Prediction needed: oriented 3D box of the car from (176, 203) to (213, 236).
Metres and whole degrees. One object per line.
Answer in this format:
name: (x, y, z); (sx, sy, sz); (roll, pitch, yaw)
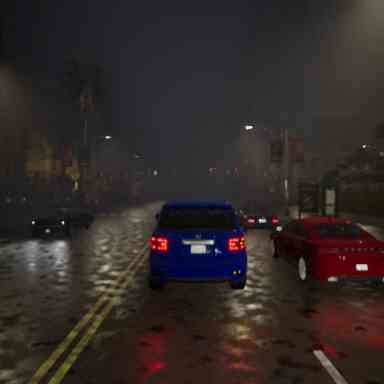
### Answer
car: (0.141, 1.464, 19.043); (1.837, 1.490, 4.892); (0, 0, 0)

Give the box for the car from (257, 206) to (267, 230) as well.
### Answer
car: (3.638, 1.506, 19.411); (2.033, 1.411, 5.357); (0, 0, 0)

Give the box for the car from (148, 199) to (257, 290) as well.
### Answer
car: (0.119, 1.202, 9.180); (2.150, 2.045, 5.566); (0, 0, 0)

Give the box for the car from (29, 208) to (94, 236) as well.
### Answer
car: (-6.963, 1.565, 18.258); (1.895, 1.301, 4.718); (0, 0, 0)

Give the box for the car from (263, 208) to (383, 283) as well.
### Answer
car: (3.630, 1.457, 9.595); (1.882, 1.535, 5.008); (0, 0, 0)
